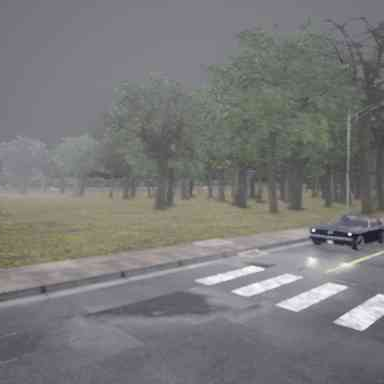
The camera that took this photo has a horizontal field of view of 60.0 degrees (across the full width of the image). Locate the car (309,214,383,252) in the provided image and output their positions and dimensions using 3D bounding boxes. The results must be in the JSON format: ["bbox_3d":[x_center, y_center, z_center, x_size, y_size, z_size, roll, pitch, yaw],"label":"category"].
[{"bbox_3d":[7.028,1.674,14.582,4.718,1.301,1.895,0,1,-43],"label":"car"}]
